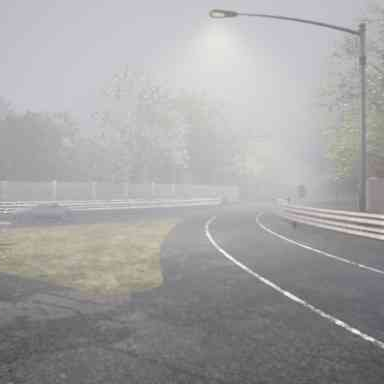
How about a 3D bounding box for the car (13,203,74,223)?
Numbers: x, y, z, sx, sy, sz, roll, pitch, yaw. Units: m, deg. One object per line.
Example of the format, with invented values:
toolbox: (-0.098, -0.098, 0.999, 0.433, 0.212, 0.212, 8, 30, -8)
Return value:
car: (-11.113, 1.515, 25.052, 4.181, 1.385, 1.994, 0, 0, -32)
